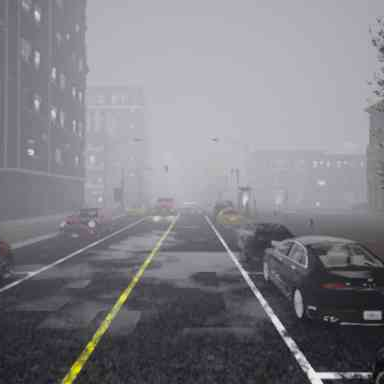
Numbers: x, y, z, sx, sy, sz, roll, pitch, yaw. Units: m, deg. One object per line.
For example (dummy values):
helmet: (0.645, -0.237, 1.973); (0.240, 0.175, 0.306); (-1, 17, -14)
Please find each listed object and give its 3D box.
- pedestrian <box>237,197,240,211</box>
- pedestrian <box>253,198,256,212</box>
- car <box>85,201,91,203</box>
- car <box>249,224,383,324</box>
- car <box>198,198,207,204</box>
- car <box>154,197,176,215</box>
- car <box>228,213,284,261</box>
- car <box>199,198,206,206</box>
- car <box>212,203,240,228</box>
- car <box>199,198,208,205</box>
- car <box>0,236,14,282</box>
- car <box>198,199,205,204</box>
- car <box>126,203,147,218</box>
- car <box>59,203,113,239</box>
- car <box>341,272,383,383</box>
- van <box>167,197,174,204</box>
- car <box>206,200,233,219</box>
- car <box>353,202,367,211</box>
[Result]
pedestrian: (6.120, 1.564, 43.843); (0.375, 1.860, 0.375); (0, -1, 0)
pedestrian: (8.120, 1.666, 43.243); (0.375, 1.860, 0.375); (0, -1, 0)
car: (-17.290, 1.735, 49.063); (5.009, 1.841, 2.192); (0, -1, 0)
car: (2.687, 1.620, 7.136); (2.008, 1.369, 4.403); (0, -1, 0)
car: (2.661, 2.298, 84.177); (1.967, 1.590, 4.097); (0, -1, 0)
car: (-3.040, 1.596, 38.698); (2.150, 2.045, 5.566); (0, -1, 0)
car: (2.685, 1.689, 12.676); (1.947, 1.339, 4.313); (0, -1, 0)
car: (2.665, 2.280, 72.783); (2.008, 1.369, 4.403); (0, -1, 0)
car: (2.682, 1.756, 23.925); (1.752, 1.417, 4.829); (0, -1, 0)
car: (2.663, 2.234, 78.481); (1.967, 1.590, 4.097); (0, -1, 0)
car: (-5.693, 1.509, 7.135); (1.967, 1.590, 4.097); (0, -1, 0)
car: (2.659, 2.504, 89.872); (1.802, 1.307, 4.206); (0, -1, 0)
car: (-5.703, 1.859, 34.662); (1.752, 1.417, 4.829); (0, -1, 0)
car: (-5.697, 1.615, 18.214); (1.967, 1.590, 4.097); (0, -1, 0)
car: (2.689, 1.582, 1.599); (1.947, 1.339, 4.313); (0, -1, 0)
van: (-5.722, 2.263, 89.873); (1.690, 1.788, 3.998); (0, -1, 0)
car: (2.680, 1.597, 29.296); (2.192, 1.841, 5.009); (0, -1, 0)
car: (26.134, 2.146, 49.329); (4.507, 1.381, 1.887); (0, -1, 0)
